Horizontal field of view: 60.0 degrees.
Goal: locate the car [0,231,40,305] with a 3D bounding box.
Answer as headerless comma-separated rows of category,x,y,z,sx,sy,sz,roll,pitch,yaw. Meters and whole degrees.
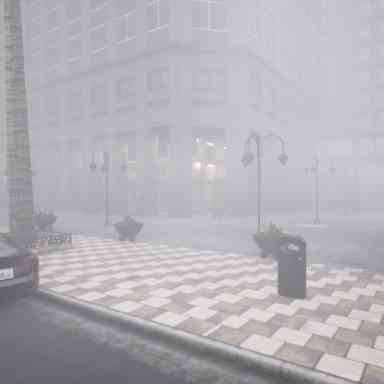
car,-5.267,1.513,7.213,4.786,1.482,2.161,0,0,35
